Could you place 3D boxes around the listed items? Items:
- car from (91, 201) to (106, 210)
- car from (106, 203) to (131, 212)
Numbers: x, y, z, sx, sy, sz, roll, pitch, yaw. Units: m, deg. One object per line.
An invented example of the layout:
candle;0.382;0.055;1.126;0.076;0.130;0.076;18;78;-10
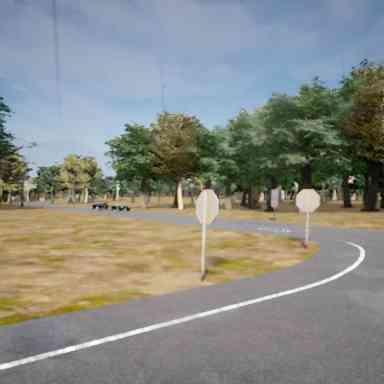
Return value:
car;-16.563;2.436;59.704;1.882;1.535;5.008;3;-2;-35
car;-11.350;2.408;52.208;1.895;1.301;4.718;3;-2;-34
